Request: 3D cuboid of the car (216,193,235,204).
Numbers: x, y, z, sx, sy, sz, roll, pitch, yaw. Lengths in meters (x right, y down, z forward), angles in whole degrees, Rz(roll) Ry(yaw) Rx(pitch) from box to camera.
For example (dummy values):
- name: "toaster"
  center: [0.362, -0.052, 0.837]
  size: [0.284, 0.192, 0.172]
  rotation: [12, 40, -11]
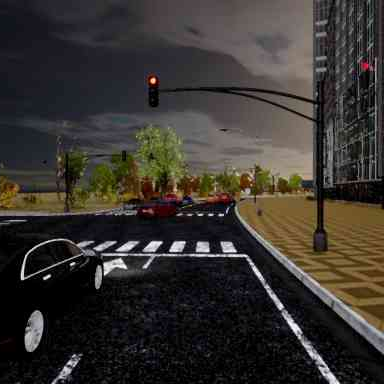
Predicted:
- name: "car"
  center: [6.696, 1.235, 65.389]
  size: [2.150, 2.045, 5.566]
  rotation: [0, 0, 12]

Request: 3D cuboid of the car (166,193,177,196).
- name: "car"
  center: [-3.987, 1.226, 62.191]
  size: [2.150, 2.045, 5.566]
  rotation: [0, 0, 10]

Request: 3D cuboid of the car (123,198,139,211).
- name: "car"
  center: [-7.104, 1.524, 41.486]
  size: [1.812, 1.442, 4.674]
  rotation: [0, 0, 7]

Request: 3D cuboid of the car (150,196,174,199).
- name: "car"
  center: [-3.926, 1.564, 40.701]
  size: [1.994, 1.385, 4.181]
  rotation: [0, 0, 7]

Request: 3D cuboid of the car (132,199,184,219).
- name: "car"
  center: [-2.983, 1.563, 29.637]
  size: [1.994, 1.385, 4.181]
  rotation: [0, 0, 33]

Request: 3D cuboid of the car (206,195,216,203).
- name: "car"
  center: [4.324, 1.362, 70.802]
  size: [2.097, 1.767, 4.553]
  rotation: [0, 0, 12]

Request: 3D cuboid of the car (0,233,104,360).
- name: "car"
  center: [-3.011, 1.504, 5.935]
  size: [1.837, 1.490, 4.892]
  rotation: [0, 0, 1]

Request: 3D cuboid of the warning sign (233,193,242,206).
- name: "warning sign"
  center: [6.554, 1.122, 48.257]
  size: [1.300, 1.860, 1.060]
  rotation: [0, 0, 8]

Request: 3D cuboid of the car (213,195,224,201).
- name: "car"
  center: [6.469, 1.392, 80.534]
  size: [1.812, 1.442, 4.674]
  rotation: [0, 0, 14]

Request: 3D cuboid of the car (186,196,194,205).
- name: "car"
  center: [-0.841, 1.532, 61.268]
  size: [1.812, 1.442, 4.674]
  rotation: [0, 0, 10]

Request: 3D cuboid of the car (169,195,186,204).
- name: "car"
  center: [-2.608, 1.603, 50.593]
  size: [1.895, 1.301, 4.718]
  rotation: [0, 0, 9]
